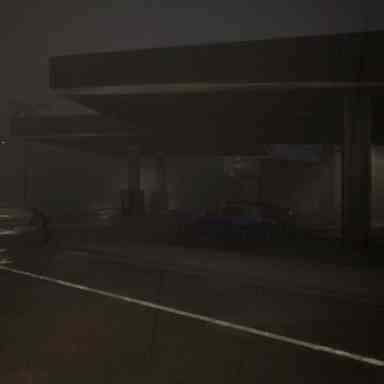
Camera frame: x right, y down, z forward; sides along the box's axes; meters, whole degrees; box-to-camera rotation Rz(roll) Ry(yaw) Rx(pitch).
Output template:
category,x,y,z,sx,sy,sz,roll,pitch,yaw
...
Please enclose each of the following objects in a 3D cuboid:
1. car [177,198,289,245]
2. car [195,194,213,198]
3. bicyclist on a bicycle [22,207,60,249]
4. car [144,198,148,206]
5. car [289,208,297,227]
category,x,y,z,sx,sy,sz,roll,pitch,yaw
car,1.496,1.243,14.595,4.611,1.667,2.242,0,0,35
car,3.164,1.251,82.403,4.902,1.511,2.128,0,0,-7
bicyclist on a bicycle,-6.176,1.402,13.477,0.582,1.620,1.656,-12,-2,33
car,-7.816,1.421,50.353,1.994,1.385,4.181,0,0,-1
car,4.116,1.380,19.765,3.806,1.475,1.970,0,0,35
